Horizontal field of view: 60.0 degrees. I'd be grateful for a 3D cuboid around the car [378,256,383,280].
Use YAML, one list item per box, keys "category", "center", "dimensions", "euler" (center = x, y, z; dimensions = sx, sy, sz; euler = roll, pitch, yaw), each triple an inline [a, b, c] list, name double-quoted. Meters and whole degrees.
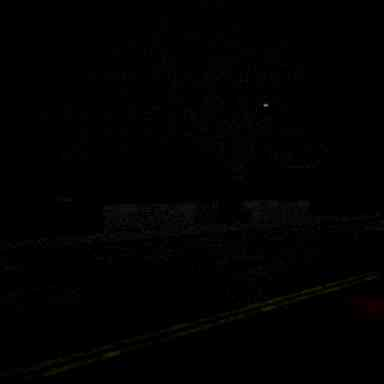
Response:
- category: "car"
  center: [6.740, 1.573, 8.288]
  dimensions: [5.357, 1.411, 2.033]
  euler: [0, 0, -35]
